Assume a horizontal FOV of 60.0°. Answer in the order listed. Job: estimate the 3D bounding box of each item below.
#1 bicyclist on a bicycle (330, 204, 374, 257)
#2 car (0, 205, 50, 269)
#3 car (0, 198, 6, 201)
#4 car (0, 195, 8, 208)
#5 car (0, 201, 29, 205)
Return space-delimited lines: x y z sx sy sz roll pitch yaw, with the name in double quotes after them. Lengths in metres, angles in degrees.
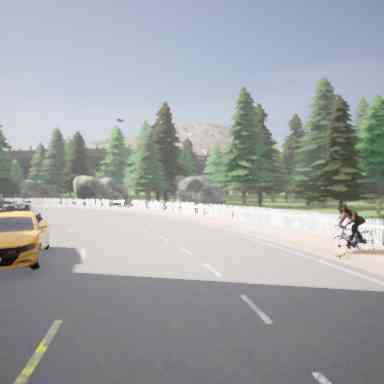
5.043 1.189 10.550 1.656 1.620 0.582 -6 2 -14 "bicyclist on a bicycle"
-5.713 1.399 10.662 1.882 1.535 5.008 -1 1 -19 "car"
-21.473 1.304 35.541 5.357 1.411 2.033 0 1 29 "car"
-25.334 1.200 41.014 5.008 1.535 1.882 -1 0 23 "car"
-11.058 1.443 21.281 1.895 1.301 4.718 -1 1 -37 "car"
